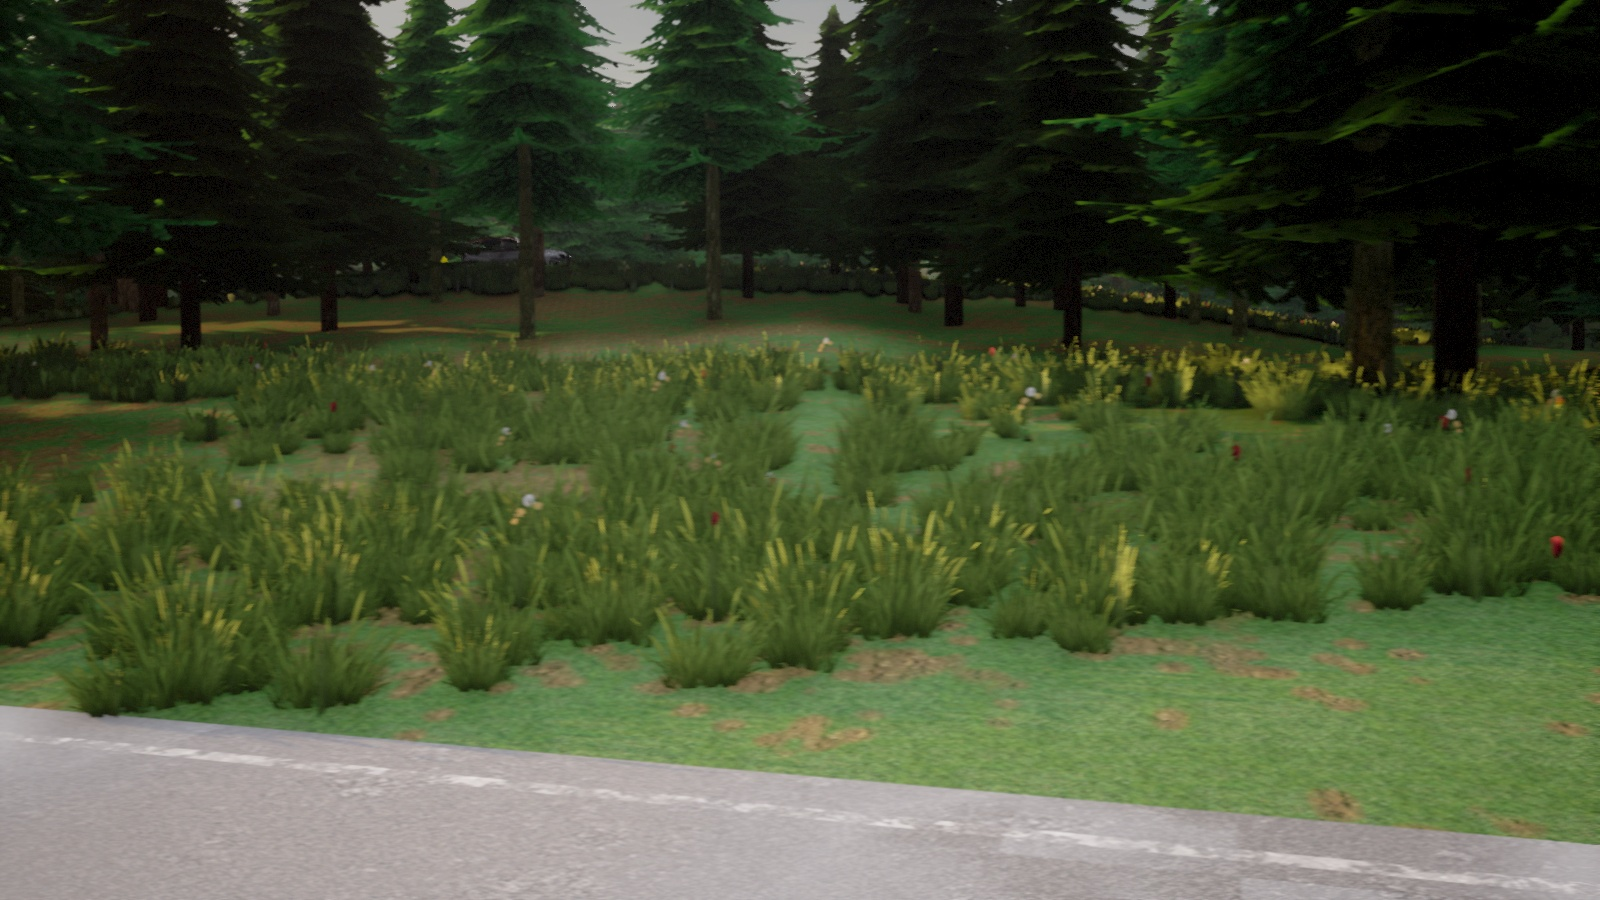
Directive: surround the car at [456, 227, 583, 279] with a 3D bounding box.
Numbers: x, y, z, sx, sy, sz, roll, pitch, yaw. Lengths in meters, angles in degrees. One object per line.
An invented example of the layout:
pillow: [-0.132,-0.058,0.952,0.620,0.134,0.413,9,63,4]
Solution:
car: [-11.510,-8.064,51.664,4.611,1.667,2.242,1,2,19]
